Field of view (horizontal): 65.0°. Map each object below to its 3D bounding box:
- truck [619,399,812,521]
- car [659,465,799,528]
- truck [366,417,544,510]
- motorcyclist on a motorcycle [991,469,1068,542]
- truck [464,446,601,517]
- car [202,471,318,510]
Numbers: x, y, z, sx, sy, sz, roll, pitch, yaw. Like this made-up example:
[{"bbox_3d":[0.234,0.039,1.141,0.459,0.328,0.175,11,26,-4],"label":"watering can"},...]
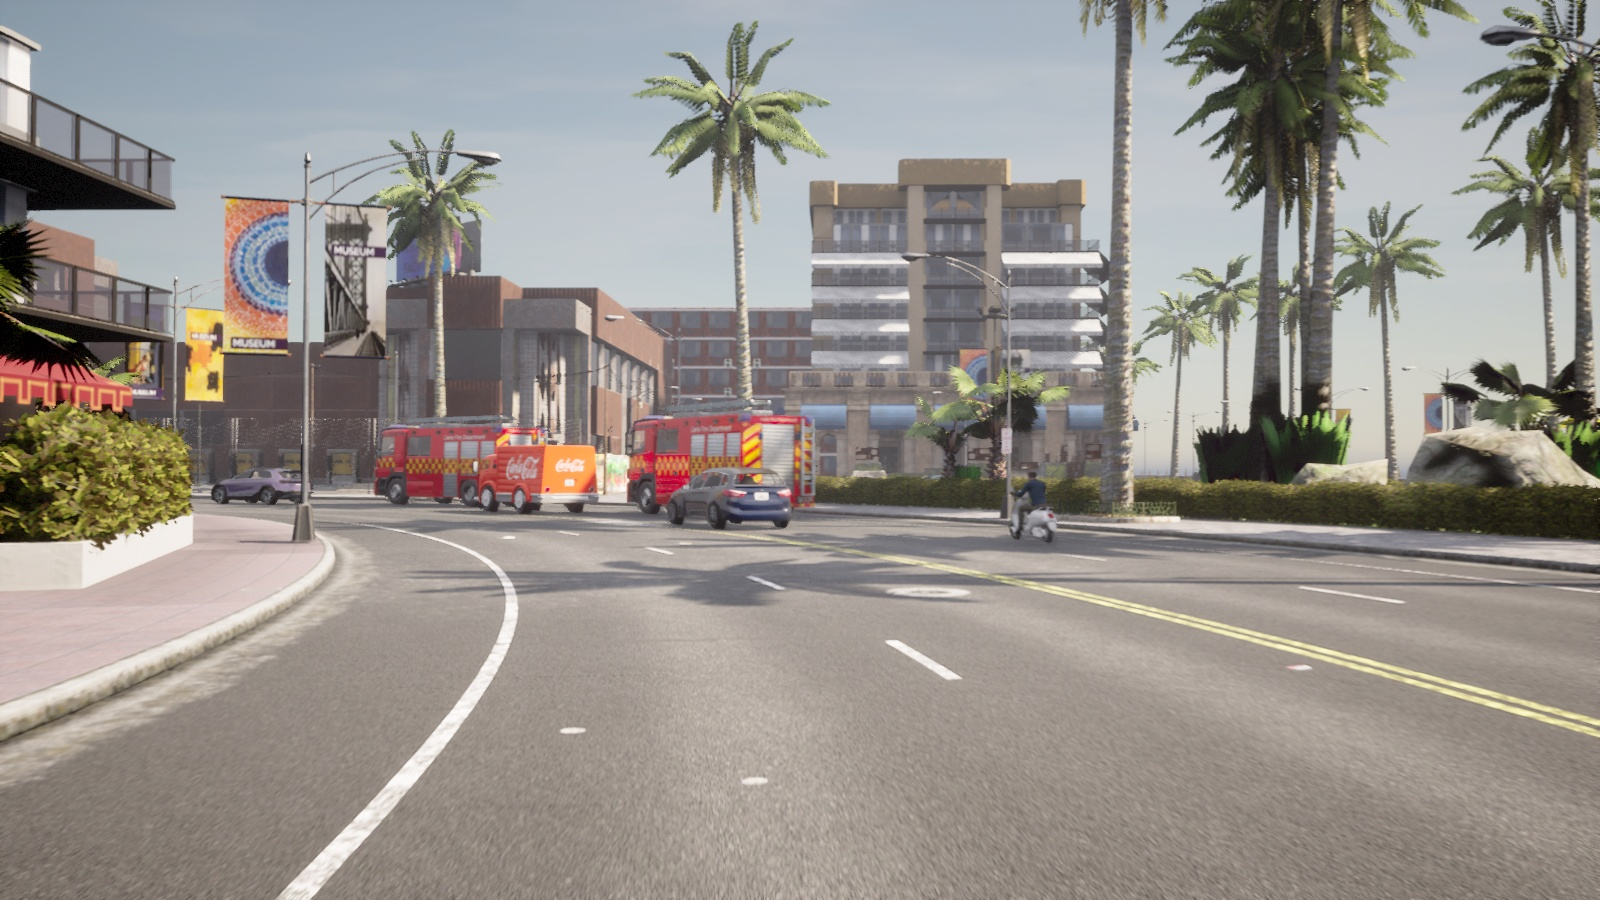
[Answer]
[{"bbox_3d":[-3.164,0.397,43.742,2.891,3.827,8.468,0,-1,-34],"label":"truck"},{"bbox_3d":[-2.092,1.262,35.450,2.242,1.667,4.611,0,-1,-28],"label":"car"},{"bbox_3d":[-15.277,0.644,55.260,8.468,3.827,2.891,-1,-1,36],"label":"truck"},{"bbox_3d":[5.145,1.218,28.227,0.866,1.590,1.817,0,-1,-21],"label":"motorcyclist on a motorcycle"},{"bbox_3d":[-9.926,1.148,46.304,2.627,2.467,5.204,1,-1,-43],"label":"truck"},{"bbox_3d":[-24.083,1.790,55.984,4.856,1.649,2.033,-1,-1,25],"label":"car"}]
